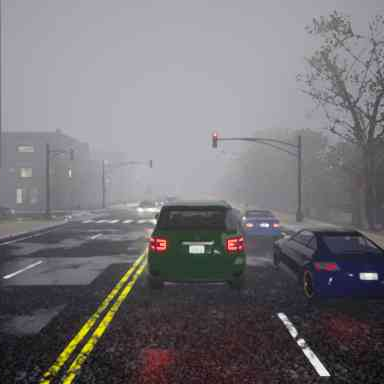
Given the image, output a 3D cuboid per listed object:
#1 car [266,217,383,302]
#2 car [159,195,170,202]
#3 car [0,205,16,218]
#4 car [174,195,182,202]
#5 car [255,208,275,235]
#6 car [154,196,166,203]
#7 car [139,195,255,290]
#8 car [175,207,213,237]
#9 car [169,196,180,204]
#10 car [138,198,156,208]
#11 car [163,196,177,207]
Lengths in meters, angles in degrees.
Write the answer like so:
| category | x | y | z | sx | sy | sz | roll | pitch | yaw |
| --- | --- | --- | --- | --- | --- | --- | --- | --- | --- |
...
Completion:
| category | x | y | z | sx | sy | sz | roll | pitch | yaw |
| --- | --- | --- | --- | --- | --- | --- | --- | --- | --- |
| car | 3.358 | 1.562 | 8.288 | 1.994 | 1.385 | 4.181 | 0 | 0 | 0 |
| car | -6.523 | 1.508 | 79.912 | 2.128 | 1.511 | 4.902 | 0 | 0 | 0 |
| car | -19.771 | 1.782 | 32.229 | 4.902 | 1.511 | 2.128 | -1 | 1 | -1 |
| car | -3.272 | 1.508 | 78.898 | 1.812 | 1.442 | 4.674 | 0 | 0 | 0 |
| car | 3.338 | 1.543 | 17.515 | 2.033 | 1.411 | 5.357 | 0 | 0 | 3 |
| car | -6.504 | 1.533 | 68.820 | 2.033 | 1.411 | 5.357 | 0 | 0 | 0 |
| car | 0.111 | 1.219 | 9.211 | 2.150 | 2.045 | 5.566 | 0 | 0 | 0 |
| car | 0.126 | 1.596 | 18.969 | 1.895 | 1.301 | 4.718 | 0 | 0 | 0 |
| car | -3.293 | 1.464 | 63.744 | 1.882 | 1.535 | 5.008 | 0 | 0 | 0 |
| car | -6.560 | 1.589 | 49.007 | 1.895 | 1.301 | 4.718 | 0 | 0 | 0 |
| car | -3.310 | 1.466 | 50.688 | 1.882 | 1.535 | 5.008 | 0 | 0 | 0 |
